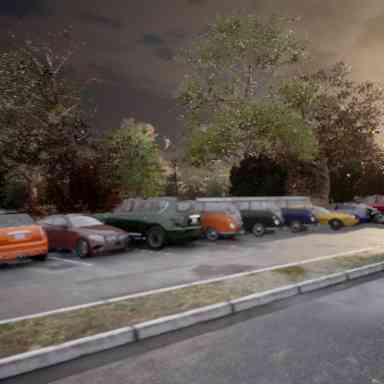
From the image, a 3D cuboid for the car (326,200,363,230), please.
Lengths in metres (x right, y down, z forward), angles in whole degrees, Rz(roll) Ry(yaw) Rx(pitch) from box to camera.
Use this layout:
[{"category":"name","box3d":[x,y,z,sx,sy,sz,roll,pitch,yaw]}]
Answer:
[{"category":"car","box3d":[7.744,1.495,21.473,5.366,1.575,1.946,-1,-1,34]}]

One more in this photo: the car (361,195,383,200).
[{"category":"car","box3d":[14.802,1.248,26.814,5.566,2.045,2.435,-1,0,34]}]

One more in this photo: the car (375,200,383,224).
[{"category":"car","box3d":[12.443,1.529,25.043,4.792,1.488,2.163,-1,-1,34]}]

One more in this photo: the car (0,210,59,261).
[{"category":"car","box3d":[-6.882,1.377,11.119,4.553,1.767,2.185,-1,0,34]}]

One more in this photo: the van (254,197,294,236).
[{"category":"van","box3d":[2.854,1.274,18.035,4.442,1.987,1.878,-1,-1,34]}]

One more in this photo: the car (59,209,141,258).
[{"category":"car","box3d":[-4.488,1.543,12.880,4.674,1.452,2.002,-1,-1,34]}]

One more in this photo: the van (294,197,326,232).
[{"category":"van","box3d":[5.270,1.273,19.777,4.442,1.987,1.878,-1,-1,34]}]

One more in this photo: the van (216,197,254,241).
[{"category":"van","box3d":[0.440,1.274,16.293,4.442,1.987,1.878,-1,-1,34]}]

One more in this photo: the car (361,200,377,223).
[{"category":"car","box3d":[9.977,1.530,23.330,4.792,1.488,2.163,-1,-1,34]}]

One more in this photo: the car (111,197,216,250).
[{"category":"car","box3d":[-2.100,1.251,14.633,5.566,2.045,2.435,-1,-1,34]}]
